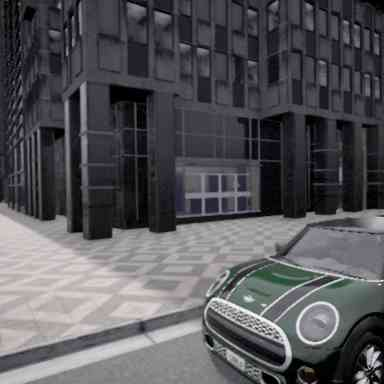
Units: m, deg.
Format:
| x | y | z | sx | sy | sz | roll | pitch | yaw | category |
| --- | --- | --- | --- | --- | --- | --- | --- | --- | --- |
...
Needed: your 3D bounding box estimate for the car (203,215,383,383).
| x | y | z | sx | sy | sz | roll | pitch | yaw | category |
| --- | --- | --- | --- | --- | --- | --- | --- | --- | --- |
| 2.365 | 1.209 | 4.884 | 4.553 | 1.767 | 2.097 | -2 | 1 | -33 | car |
